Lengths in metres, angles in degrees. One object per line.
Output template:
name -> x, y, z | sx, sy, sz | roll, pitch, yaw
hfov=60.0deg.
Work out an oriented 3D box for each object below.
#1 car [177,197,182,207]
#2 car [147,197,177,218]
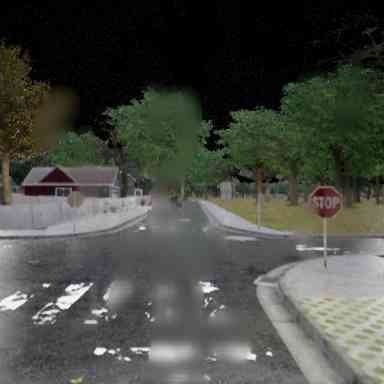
car -> -2.724, 1.572, 54.802 | 1.837, 1.490, 4.892 | 0, 0, 0
car -> -2.736, 1.372, 29.895 | 2.097, 1.767, 4.553 | 0, 0, 0
